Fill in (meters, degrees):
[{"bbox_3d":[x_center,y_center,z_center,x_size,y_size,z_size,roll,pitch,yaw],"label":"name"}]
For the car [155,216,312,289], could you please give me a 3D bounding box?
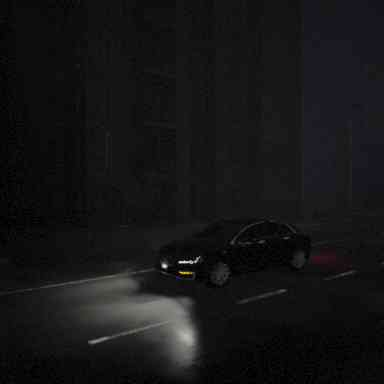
[{"bbox_3d":[1.329,1.480,9.228,4.892,1.490,1.837,0,0,-35],"label":"car"}]
